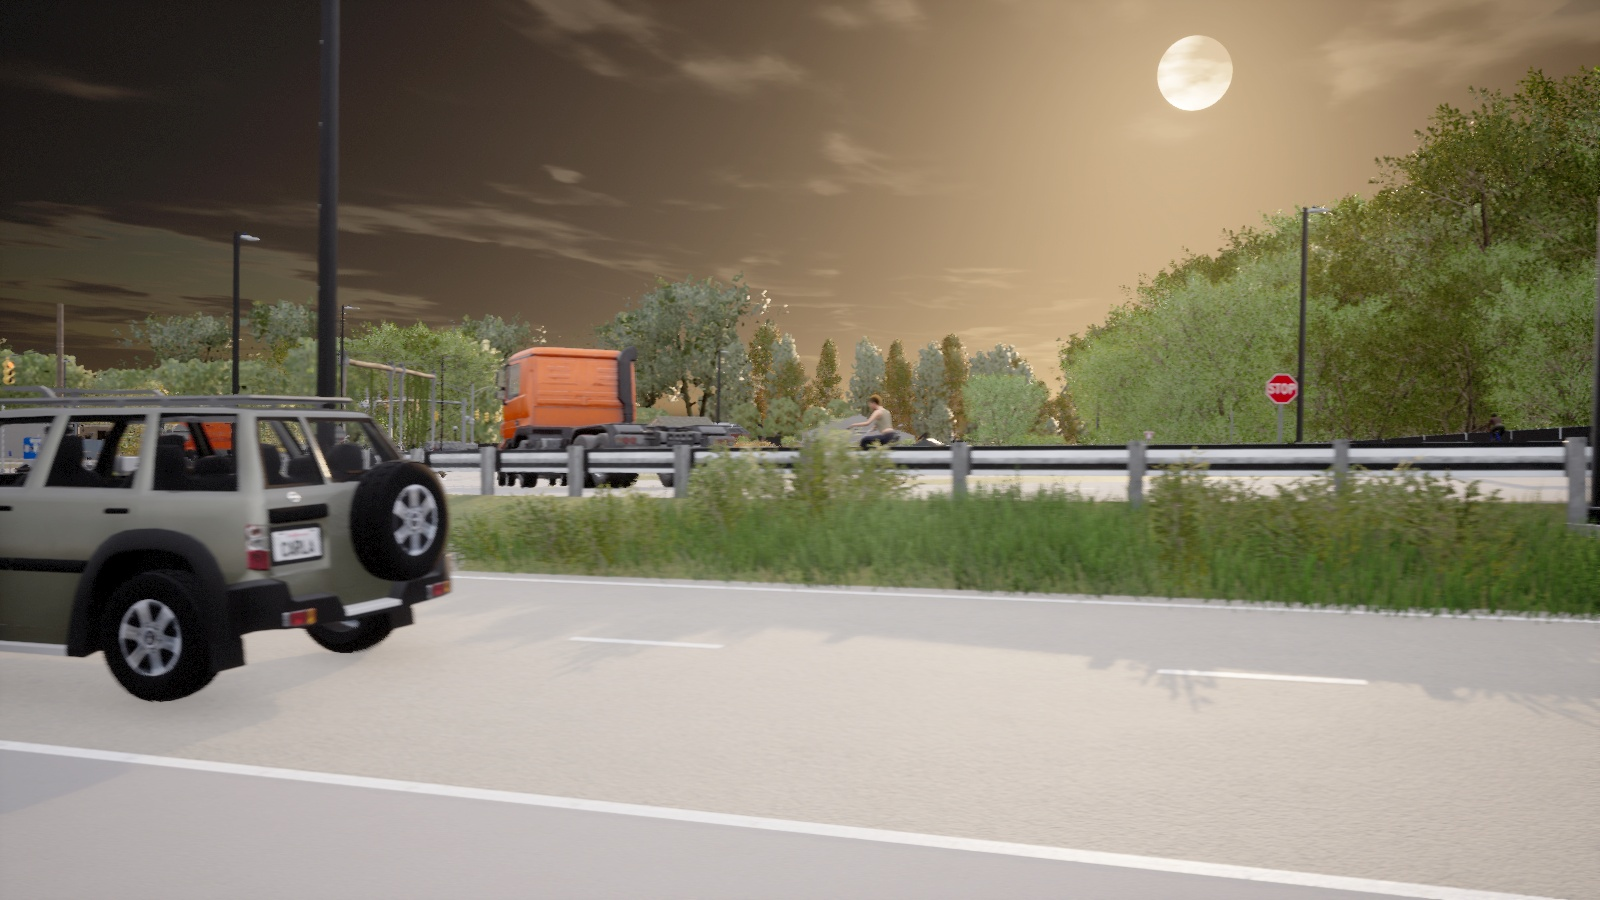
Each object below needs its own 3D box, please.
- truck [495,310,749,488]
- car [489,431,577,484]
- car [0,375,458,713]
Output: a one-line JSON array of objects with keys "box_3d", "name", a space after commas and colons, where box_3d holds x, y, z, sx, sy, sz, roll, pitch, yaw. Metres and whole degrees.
[{"box_3d": [-4.324, -0.896, 28.629, 2.891, 3.462, 7.936, 1, -2, -31], "name": "truck"}, {"box_3d": [-8.320, 0.276, 38.812, 2.128, 1.511, 4.902, 1, -2, -18], "name": "car"}, {"box_3d": [-4.861, 0.483, 8.519, 4.605, 1.855, 1.932, 1, 1, 19], "name": "car"}]
